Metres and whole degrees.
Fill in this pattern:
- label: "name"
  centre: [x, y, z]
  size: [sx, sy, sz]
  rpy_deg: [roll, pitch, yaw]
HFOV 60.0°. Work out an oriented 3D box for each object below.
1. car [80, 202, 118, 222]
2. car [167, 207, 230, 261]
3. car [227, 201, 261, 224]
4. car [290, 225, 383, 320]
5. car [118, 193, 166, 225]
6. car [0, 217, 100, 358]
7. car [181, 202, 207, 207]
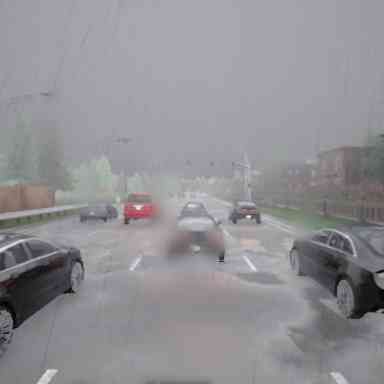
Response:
- label: "car"
  centre: [-6.833, 1.435, 24.845]
  size: [1.994, 1.385, 4.181]
  rpy_deg: [0, 0, 0]
- label: "car"
  centre: [0.128, 1.469, 11.885]
  size: [1.812, 1.442, 4.674]
  rpy_deg: [0, 0, 0]
- label: "car"
  centre: [3.660, 1.391, 23.795]
  size: [1.837, 1.490, 4.892]
  rpy_deg: [0, -1, 0]
- label: "car"
  centre: [3.600, 1.462, 7.233]
  size: [2.128, 1.511, 4.902]
  rpy_deg: [0, 0, 0]
- label: "car"
  centre: [-3.338, 1.104, 23.432]
  size: [2.150, 2.045, 5.566]
  rpy_deg: [0, 0, 0]
- label: "car"
  centre: [-3.412, 1.460, 5.754]
  size: [2.128, 1.511, 4.902]
  rpy_deg: [0, 0, 0]
- label: "car"
  centre: [0.164, 1.444, 24.565]
  size: [1.994, 1.385, 4.181]
  rpy_deg: [0, 0, 0]
